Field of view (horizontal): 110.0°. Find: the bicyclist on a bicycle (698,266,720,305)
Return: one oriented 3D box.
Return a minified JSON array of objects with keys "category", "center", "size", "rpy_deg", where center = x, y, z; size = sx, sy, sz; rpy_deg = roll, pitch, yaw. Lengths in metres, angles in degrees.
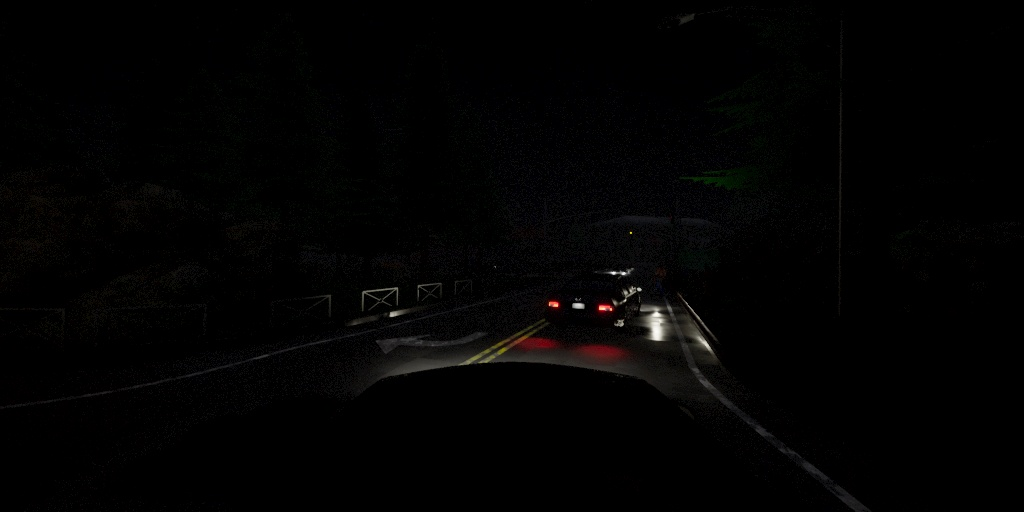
[{"category":"bicyclist on a bicycle","center":[8.302,1.247,15.087],"size":[1.656,1.620,0.582],"rpy_deg":[1,0,-33]}]

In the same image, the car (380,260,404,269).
[{"category":"car","center":[-16.075,1.347,49.846],"size":[5.008,1.535,1.882],"rpy_deg":[1,-1,22]}]

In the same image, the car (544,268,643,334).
[{"category":"car","center":[2.594,1.219,10.427],"size":[2.033,1.411,5.357],"rpy_deg":[1,0,26]}]

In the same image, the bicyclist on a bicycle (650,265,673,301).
[{"category":"bicyclist on a bicycle","center":[6.898,1.234,16.511],"size":[1.656,1.620,0.582],"rpy_deg":[1,0,-30]}]

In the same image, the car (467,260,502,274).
[{"category":"car","center":[-3.500,1.365,44.871],"size":[4.553,1.767,2.097],"rpy_deg":[1,0,21]}]

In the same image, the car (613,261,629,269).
[{"category":"car","center":[17.383,1.857,57.878],"size":[1.895,1.301,4.718],"rpy_deg":[1,0,22]}]
